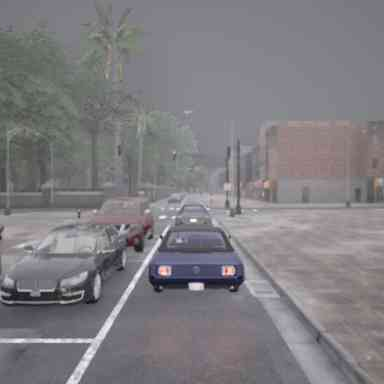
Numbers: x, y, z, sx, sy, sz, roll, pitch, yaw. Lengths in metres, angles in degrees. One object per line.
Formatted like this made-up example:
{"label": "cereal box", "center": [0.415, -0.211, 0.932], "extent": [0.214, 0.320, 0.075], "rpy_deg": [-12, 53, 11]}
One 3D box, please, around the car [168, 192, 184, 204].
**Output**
{"label": "car", "center": [-2.728, 0.965, 51.415], "extent": [1.967, 1.590, 4.097], "rpy_deg": [0, 0, 0]}

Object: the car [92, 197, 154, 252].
{"label": "car", "center": [-2.661, 1.168, 13.266], "extent": [2.192, 1.841, 5.009], "rpy_deg": [0, 1, 0]}

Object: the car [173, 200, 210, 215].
{"label": "car", "center": [0.063, 1.362, 18.631], "extent": [1.994, 1.385, 4.181], "rpy_deg": [0, 1, 0]}

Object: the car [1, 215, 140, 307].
{"label": "car", "center": [-2.651, 1.462, 7.805], "extent": [2.008, 1.369, 4.403], "rpy_deg": [0, 1, 0]}

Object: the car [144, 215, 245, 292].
{"label": "car", "center": [0.084, 1.504, 8.590], "extent": [1.895, 1.301, 4.718], "rpy_deg": [0, 1, 0]}
